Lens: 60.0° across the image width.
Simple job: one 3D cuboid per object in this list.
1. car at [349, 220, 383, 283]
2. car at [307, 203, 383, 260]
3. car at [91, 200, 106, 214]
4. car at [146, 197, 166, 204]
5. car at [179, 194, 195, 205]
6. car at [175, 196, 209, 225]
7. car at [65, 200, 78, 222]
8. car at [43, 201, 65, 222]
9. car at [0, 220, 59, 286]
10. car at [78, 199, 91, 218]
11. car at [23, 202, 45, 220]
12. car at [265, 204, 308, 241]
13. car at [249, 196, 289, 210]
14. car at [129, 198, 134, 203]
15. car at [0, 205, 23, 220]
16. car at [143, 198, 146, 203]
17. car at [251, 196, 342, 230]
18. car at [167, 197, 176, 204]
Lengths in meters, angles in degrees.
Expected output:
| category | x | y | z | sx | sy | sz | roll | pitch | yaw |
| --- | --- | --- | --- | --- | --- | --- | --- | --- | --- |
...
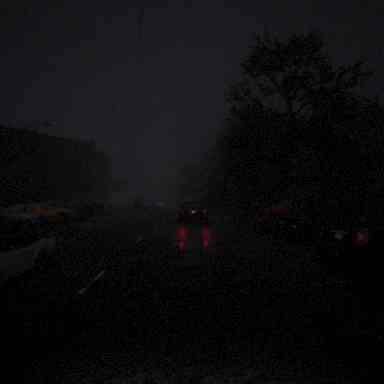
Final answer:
| category | x | y | z | sx | sy | sz | roll | pitch | yaw |
| --- | --- | --- | --- | --- | --- | --- | --- | --- | --- |
| car | 6.426 | 1.522 | 7.743 | 4.792 | 1.488 | 2.163 | 1 | 0 | -20 |
| car | 6.373 | 1.369 | 10.666 | 4.553 | 1.767 | 2.185 | 1 | 0 | -20 |
| car | -11.410 | 1.533 | 34.147 | 4.892 | 1.521 | 2.231 | -1 | 0 | -20 |
| car | -8.522 | 2.075 | 78.170 | 2.033 | 1.411 | 5.357 | 0 | -1 | -23 |
| car | -1.009 | 1.493 | 63.873 | 2.435 | 2.045 | 5.566 | 0 | -1 | -7 |
| car | 0.098 | 1.383 | 24.663 | 2.097 | 1.767 | 4.553 | 0 | 0 | 0 |
| car | -11.416 | 1.558 | 25.351 | 4.674 | 1.452 | 2.002 | -1 | 0 | -20 |
| car | -11.585 | 1.513 | 22.348 | 5.366 | 1.575 | 1.946 | -1 | 0 | -20 |
| car | -5.097 | 1.607 | 7.998 | 1.895 | 1.301 | 4.718 | 0 | 0 | 0 |
| car | -11.421 | 1.524 | 28.284 | 4.892 | 1.521 | 2.231 | -1 | 0 | -20 |
| car | -11.416 | 1.549 | 19.482 | 4.674 | 1.452 | 2.002 | -1 | 0 | -20 |
| car | 6.426 | 1.534 | 16.578 | 4.792 | 1.488 | 2.163 | 1 | 0 | -20 |
| car | 9.273 | 1.295 | 40.242 | 4.181 | 1.385 | 1.994 | -4 | 1 | -12 |
| car | -15.766 | 2.431 | 94.092 | 4.892 | 1.521 | 2.231 | -4 | -2 | 42 |
| car | -11.425 | 1.505 | 16.552 | 4.892 | 1.521 | 2.231 | -1 | 0 | -20 |
| car | -11.939 | 2.239 | 89.657 | 2.097 | 1.535 | 5.008 | -1 | 0 | -41 |
| car | 6.378 | 1.257 | 19.496 | 5.566 | 2.045 | 2.435 | 1 | 0 | -20 |
| car | -3.463 | 1.929 | 75.032 | 2.231 | 1.521 | 4.892 | 0 | 0 | -18 |
